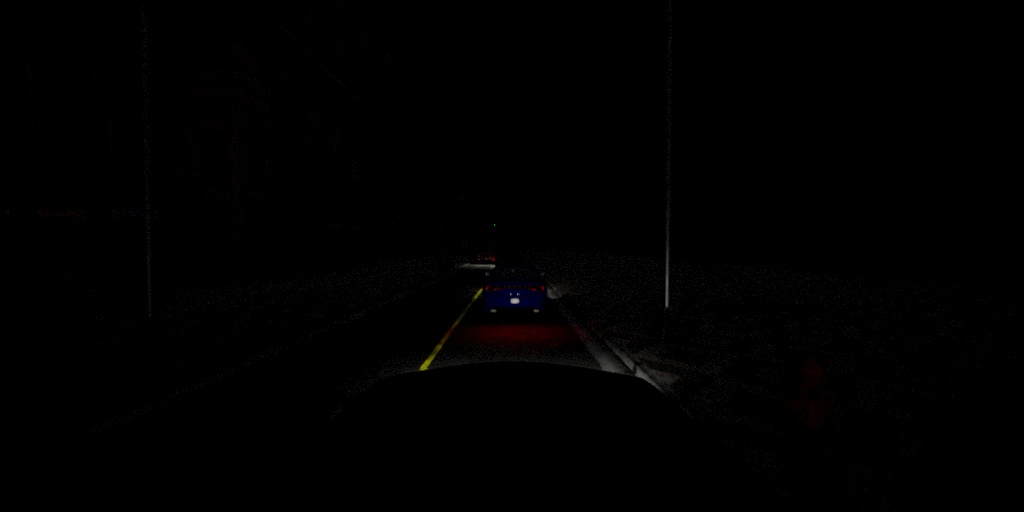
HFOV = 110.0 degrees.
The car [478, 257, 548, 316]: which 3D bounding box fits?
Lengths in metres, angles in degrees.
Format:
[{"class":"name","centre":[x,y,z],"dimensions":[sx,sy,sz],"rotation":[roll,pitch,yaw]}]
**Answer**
[{"class":"car","centre":[0.086,0.969,11.993],"dimensions":[1.882,1.535,5.008],"rotation":[0,2,0]}]

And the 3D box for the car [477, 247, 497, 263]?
[{"class":"car","centre":[-3.023,-0.080,44.821],"dimensions":[2.150,2.045,5.566],"rotation":[0,1,0]}]
